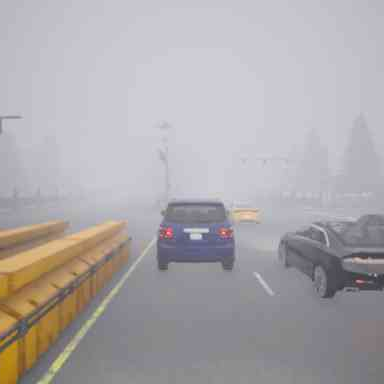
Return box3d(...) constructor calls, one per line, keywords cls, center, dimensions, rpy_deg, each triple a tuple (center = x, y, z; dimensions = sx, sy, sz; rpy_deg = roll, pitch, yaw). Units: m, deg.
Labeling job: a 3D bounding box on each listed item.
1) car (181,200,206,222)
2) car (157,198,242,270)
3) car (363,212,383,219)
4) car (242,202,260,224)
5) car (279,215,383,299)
box3d(cls="car", center=(0.102, 1.476, 27.211), dimensions=(1.837, 1.490, 4.892), rpy_deg=(0, 0, 0))
box3d(cls="car", center=(0.105, 1.210, 11.068), dimensions=(2.150, 2.045, 5.566), rpy_deg=(0, 0, 0))
box3d(cls="car", center=(7.150, 1.492, 12.236), dimensions=(1.837, 1.490, 4.892), rpy_deg=(0, 0, 2))
box3d(cls="car", center=(3.601, 1.452, 24.210), dimensions=(1.882, 1.535, 5.008), rpy_deg=(0, 0, 0))
box3d(cls="car", center=(3.601, 1.482, 8.414), dimensions=(2.128, 1.511, 4.902), rpy_deg=(0, 0, 0))
